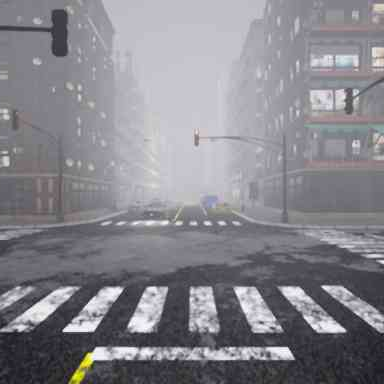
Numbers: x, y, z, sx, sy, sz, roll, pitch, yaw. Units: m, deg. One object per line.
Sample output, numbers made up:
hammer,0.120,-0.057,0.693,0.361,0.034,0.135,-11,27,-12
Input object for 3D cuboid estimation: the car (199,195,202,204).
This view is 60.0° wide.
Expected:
car,2.585,1.218,50.715,2.192,1.841,5.009,1,0,0

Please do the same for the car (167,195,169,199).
car,-5.297,1.421,56.146,1.752,1.417,4.829,1,0,0

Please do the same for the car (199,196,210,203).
car,2.585,1.433,67.684,2.008,1.369,4.403,1,0,0

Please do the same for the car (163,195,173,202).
car,-5.294,1.427,73.290,2.008,1.369,4.403,1,0,0

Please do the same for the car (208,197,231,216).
car,2.709,1.458,31.228,1.752,1.417,4.829,1,0,0

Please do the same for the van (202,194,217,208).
van,2.616,1.252,45.062,1.690,1.788,3.998,1,0,0

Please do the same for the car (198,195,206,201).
car,2.588,1.413,84.652,1.887,1.381,4.507,1,0,0

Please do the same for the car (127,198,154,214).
car,-5.430,1.480,33.685,2.008,1.369,4.403,1,0,0

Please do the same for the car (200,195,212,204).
car,2.586,1.329,62.028,1.967,1.590,4.097,1,0,0

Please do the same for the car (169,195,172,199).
car,-5.296,1.471,61.974,1.802,1.307,4.206,1,0,0

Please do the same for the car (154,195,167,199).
car,-5.298,1.485,50.659,1.802,1.307,4.206,1,0,0

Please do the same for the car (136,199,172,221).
car,-2.873,1.509,26.774,1.994,1.385,4.181,0,0,4
